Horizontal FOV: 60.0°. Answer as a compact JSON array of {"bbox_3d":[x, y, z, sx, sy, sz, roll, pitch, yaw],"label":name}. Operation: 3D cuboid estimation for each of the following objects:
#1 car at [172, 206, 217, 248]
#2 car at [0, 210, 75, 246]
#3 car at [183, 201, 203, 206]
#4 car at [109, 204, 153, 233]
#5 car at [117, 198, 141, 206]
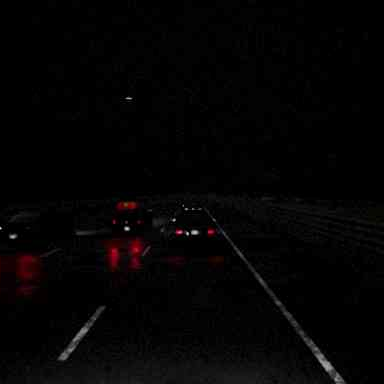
[{"bbox_3d":[0.101,1.555,14.860,2.033,1.411,5.357,0,0,0],"label":"car"},{"bbox_3d":[-6.899,1.534,15.172,1.812,1.442,4.674,0,0,0],"label":"car"},{"bbox_3d":[0.104,1.576,31.997,2.033,1.411,5.357,0,0,0],"label":"car"},{"bbox_3d":[-3.398,1.613,19.603,1.895,1.301,4.718,0,0,0],"label":"car"},{"bbox_3d":[-6.897,1.389,36.798,2.097,1.767,4.553,0,0,0],"label":"car"}]
